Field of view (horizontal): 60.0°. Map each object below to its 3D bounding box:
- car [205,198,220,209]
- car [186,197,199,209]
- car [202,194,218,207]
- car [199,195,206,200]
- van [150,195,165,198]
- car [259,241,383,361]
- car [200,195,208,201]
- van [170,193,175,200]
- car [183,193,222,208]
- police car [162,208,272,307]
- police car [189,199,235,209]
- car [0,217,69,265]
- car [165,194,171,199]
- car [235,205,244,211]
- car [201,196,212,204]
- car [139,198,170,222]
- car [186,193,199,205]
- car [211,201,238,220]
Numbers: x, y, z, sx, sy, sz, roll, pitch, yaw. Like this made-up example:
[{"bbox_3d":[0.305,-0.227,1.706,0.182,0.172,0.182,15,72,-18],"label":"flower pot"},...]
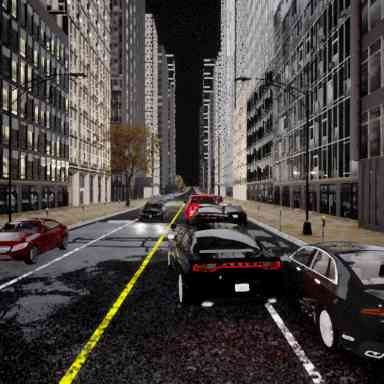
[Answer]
[{"bbox_3d":[2.761,1.527,45.809,1.887,1.381,4.507,0,0,0],"label":"car"},{"bbox_3d":[0.097,1.508,45.771,1.812,1.442,4.674,0,0,1],"label":"car"},{"bbox_3d":[2.768,1.293,51.508,2.192,1.841,5.009,0,0,0],"label":"car"},{"bbox_3d":[2.835,1.493,91.396,1.947,1.339,4.313,0,0,0],"label":"car"},{"bbox_3d":[-5.612,1.319,51.526,1.690,1.788,3.998,0,0,0],"label":"van"},{"bbox_3d":[2.695,1.550,5.922,2.008,1.369,4.403,0,0,0],"label":"car"},{"bbox_3d":[2.817,1.471,80.169,1.752,1.417,4.829,0,0,0],"label":"car"},{"bbox_3d":[-5.547,1.268,91.413,1.690,1.788,3.998,0,0,0],"label":"van"},{"bbox_3d":[0.600,1.217,24.201,2.150,2.045,5.566,0,0,-2],"label":"car"},{"bbox_3d":[0.470,1.424,8.221,1.930,1.638,5.238,0,0,-9],"label":"police car"},{"bbox_3d":[0.930,1.422,18.321,1.930,1.638,5.238,0,0,0],"label":"police car"},{"bbox_3d":[-5.676,1.580,11.640,1.802,1.307,4.206,0,0,0],"label":"car"},{"bbox_3d":[-5.592,1.518,62.920,2.008,1.369,4.403,0,0,0],"label":"car"},{"bbox_3d":[2.723,1.561,23.017,1.947,1.339,4.313,0,0,0],"label":"car"},{"bbox_3d":[2.788,1.512,62.904,1.887,1.381,4.507,0,0,0],"label":"car"},{"bbox_3d":[-2.958,1.499,26.149,1.837,1.490,4.892,0,0,0],"label":"car"},{"bbox_3d":[0.095,1.193,58.738,2.150,2.045,5.566,0,0,0],"label":"car"},{"bbox_3d":[2.733,1.538,28.715,1.887,1.381,4.507,0,0,0],"label":"car"}]
